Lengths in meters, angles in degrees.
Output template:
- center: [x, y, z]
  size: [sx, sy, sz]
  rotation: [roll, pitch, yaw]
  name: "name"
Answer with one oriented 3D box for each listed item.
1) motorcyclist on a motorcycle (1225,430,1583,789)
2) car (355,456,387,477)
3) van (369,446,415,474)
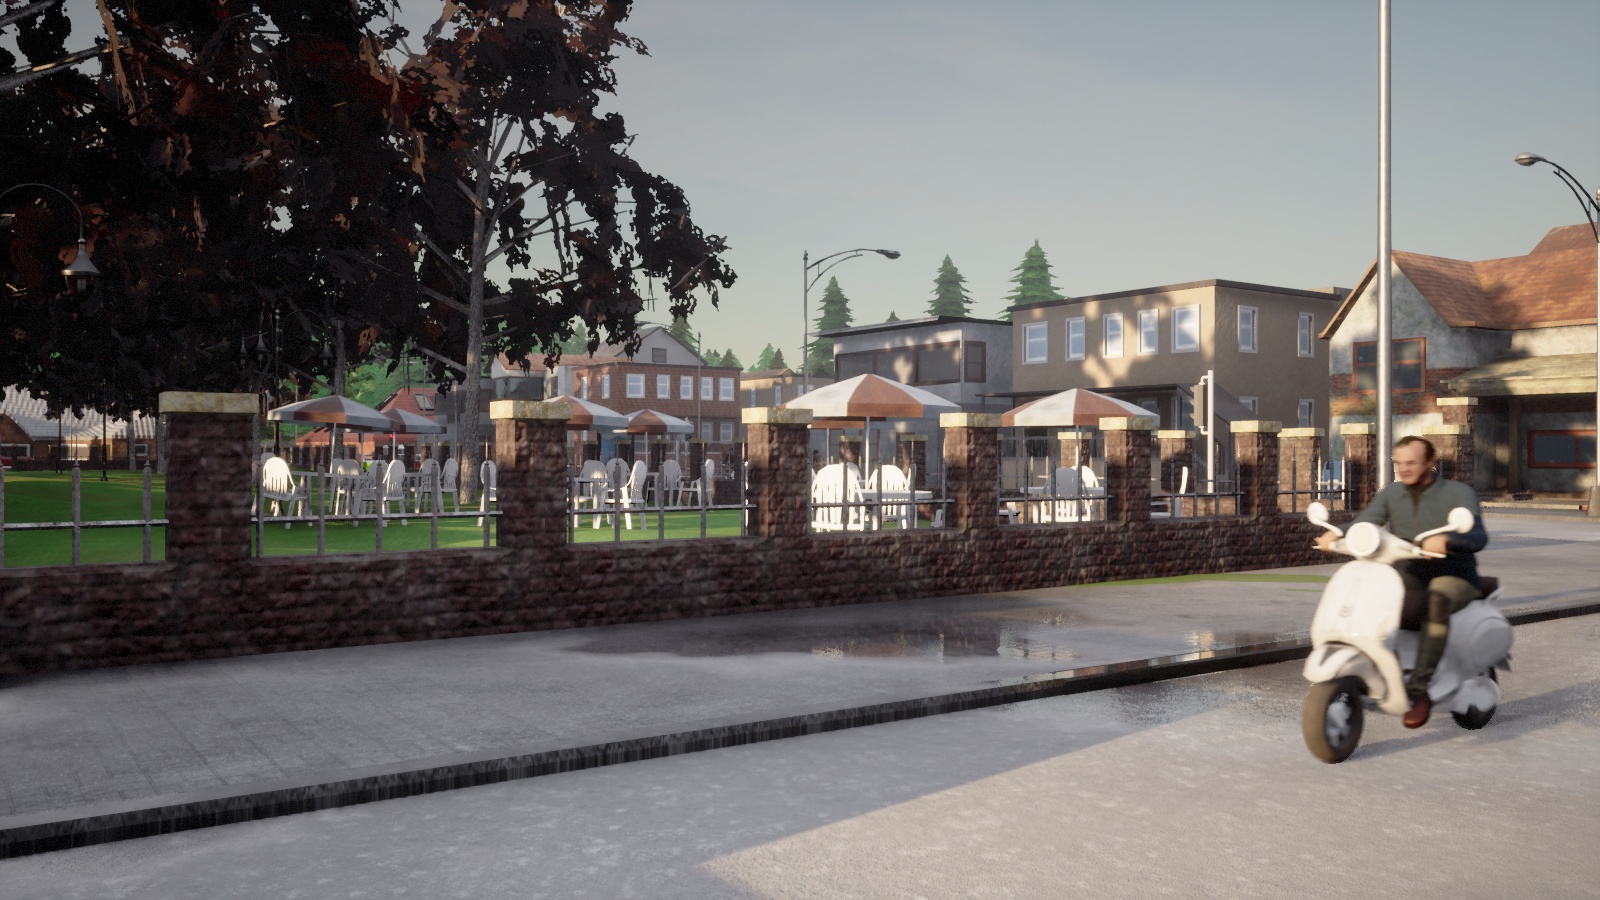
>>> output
- center: [3.122, 0.707, 6.443]
  size: [1.817, 1.590, 0.866]
  rotation: [0, 0, -35]
  name: "motorcyclist on a motorcycle"
- center: [-28.675, 1.066, 83.927]
  size: [1.481, 1.376, 2.207]
  rotation: [0, -1, -36]
  name: "car"
- center: [-30.423, 0.761, 93.524]
  size: [2.069, 2.038, 4.480]
  rotation: [0, 0, -35]
  name: "van"
